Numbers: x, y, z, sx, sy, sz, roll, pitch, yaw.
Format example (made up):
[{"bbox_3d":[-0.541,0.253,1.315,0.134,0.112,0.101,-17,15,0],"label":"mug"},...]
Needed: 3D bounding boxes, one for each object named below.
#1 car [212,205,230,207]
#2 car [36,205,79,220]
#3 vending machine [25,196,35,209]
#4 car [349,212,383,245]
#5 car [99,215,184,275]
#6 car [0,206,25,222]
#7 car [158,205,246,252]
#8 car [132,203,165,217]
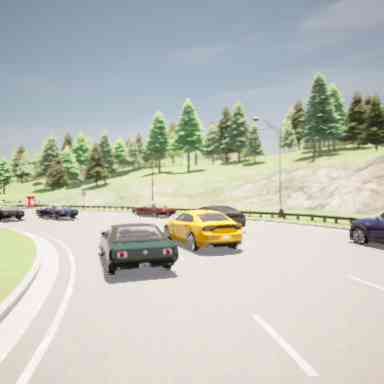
[{"bbox_3d":[1.264,1.546,20.024,1.837,1.490,4.892,0,-1,-29],"label":"car"},{"bbox_3d":[-12.427,1.831,30.488,4.718,1.301,1.895,-1,0,41],"label":"car"},{"bbox_3d":[-25.428,1.637,52.255,0.880,2.100,1.100,-1,0,26],"label":"vending machine"},{"bbox_3d":[8.258,1.291,12.696,2.097,1.767,4.553,-1,0,-16],"label":"car"},{"bbox_3d":[-1.958,1.654,10.837,1.895,1.301,4.718,-1,0,-19],"label":"car"},{"bbox_3d":[-16.887,1.880,29.658,4.718,1.301,1.895,-1,0,39],"label":"car"},{"bbox_3d":[0.298,1.514,14.317,1.882,1.535,5.008,0,0,-22],"label":"car"},{"bbox_3d":[-3.739,1.733,31.937,1.895,1.301,4.718,0,0,-45],"label":"car"}]
